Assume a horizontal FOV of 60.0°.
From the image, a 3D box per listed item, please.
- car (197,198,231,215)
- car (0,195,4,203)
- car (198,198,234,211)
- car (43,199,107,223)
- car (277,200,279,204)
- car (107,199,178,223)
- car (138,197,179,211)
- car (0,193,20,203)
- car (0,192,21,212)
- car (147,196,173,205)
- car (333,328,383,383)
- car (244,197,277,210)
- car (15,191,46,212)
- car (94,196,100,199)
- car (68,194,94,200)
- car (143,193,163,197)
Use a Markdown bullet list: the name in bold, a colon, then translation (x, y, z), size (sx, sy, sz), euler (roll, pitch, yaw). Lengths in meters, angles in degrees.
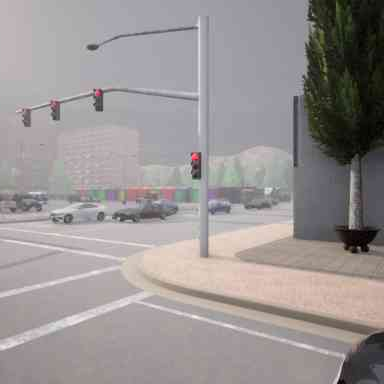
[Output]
- **car**: translation (2.391, 1.526, 34.575), size (1.812, 1.442, 4.674), euler (0, 0, 37)
- **car**: translation (-38.304, 1.364, 64.563), size (3.905, 1.438, 1.784), euler (0, 0, 35)
- **car**: translation (3.008, 1.491, 41.268), size (2.128, 1.511, 4.902), euler (0, 0, 37)
- **car**: translation (-8.589, 1.526, 25.573), size (1.812, 1.442, 4.674), euler (0, 0, 38)
- **car**: translation (12.204, 1.547, 53.463), size (2.033, 1.411, 5.357), euler (0, 0, 37)
- **car**: translation (-3.750, 1.547, 26.310), size (2.033, 1.411, 5.357), euler (0, 0, 36)
- **car**: translation (-3.205, 1.526, 32.917), size (1.812, 1.442, 4.674), euler (0, 0, 37)
- **car**: translation (-36.798, 1.153, 66.784), size (4.605, 1.855, 1.932), euler (0, 0, 35)
- **car**: translation (-19.964, 1.153, 34.162), size (4.605, 1.855, 1.932), euler (0, 0, 35)
- **car**: translation (-5.287, 1.395, 54.909), size (3.806, 1.475, 1.970), euler (0, 0, 35)
- **car**: translation (3.319, 1.492, 1.599), size (4.902, 1.511, 2.128), euler (0, 0, 36)
- **car**: translation (8.683, 1.547, 43.017), size (2.033, 1.411, 5.357), euler (0, 0, 37)
- **car**: translation (-18.250, 1.156, 36.495), size (3.866, 1.878, 1.905), euler (0, 0, 35)
- **car**: translation (-19.569, 1.364, 64.964), size (3.905, 1.438, 1.784), euler (0, 0, 35)
- **car**: translation (-21.292, 1.153, 62.635), size (4.605, 1.855, 1.932), euler (0, 0, 35)
- **car**: translation (-6.965, 1.156, 52.549), size (3.866, 1.878, 1.905), euler (0, 0, 35)
